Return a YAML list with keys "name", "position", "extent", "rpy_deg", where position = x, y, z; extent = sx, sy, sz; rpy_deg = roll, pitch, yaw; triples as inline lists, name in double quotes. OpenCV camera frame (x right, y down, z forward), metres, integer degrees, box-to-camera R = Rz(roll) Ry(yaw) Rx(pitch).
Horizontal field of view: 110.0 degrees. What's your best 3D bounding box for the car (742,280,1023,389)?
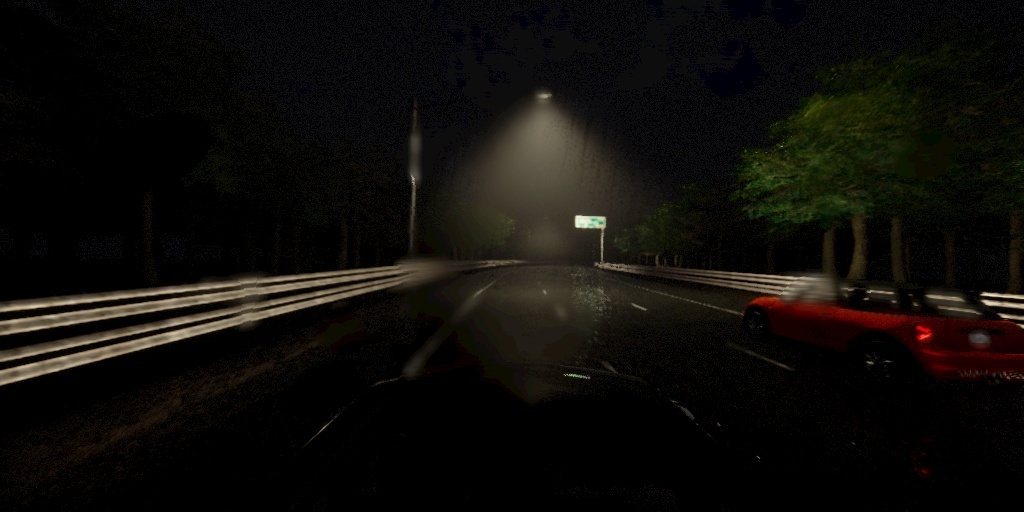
- name: "car"
  position: [7.155, 1.294, 7.602]
  extent: [2.097, 1.767, 4.553]
  rpy_deg: [2, 0, 0]
